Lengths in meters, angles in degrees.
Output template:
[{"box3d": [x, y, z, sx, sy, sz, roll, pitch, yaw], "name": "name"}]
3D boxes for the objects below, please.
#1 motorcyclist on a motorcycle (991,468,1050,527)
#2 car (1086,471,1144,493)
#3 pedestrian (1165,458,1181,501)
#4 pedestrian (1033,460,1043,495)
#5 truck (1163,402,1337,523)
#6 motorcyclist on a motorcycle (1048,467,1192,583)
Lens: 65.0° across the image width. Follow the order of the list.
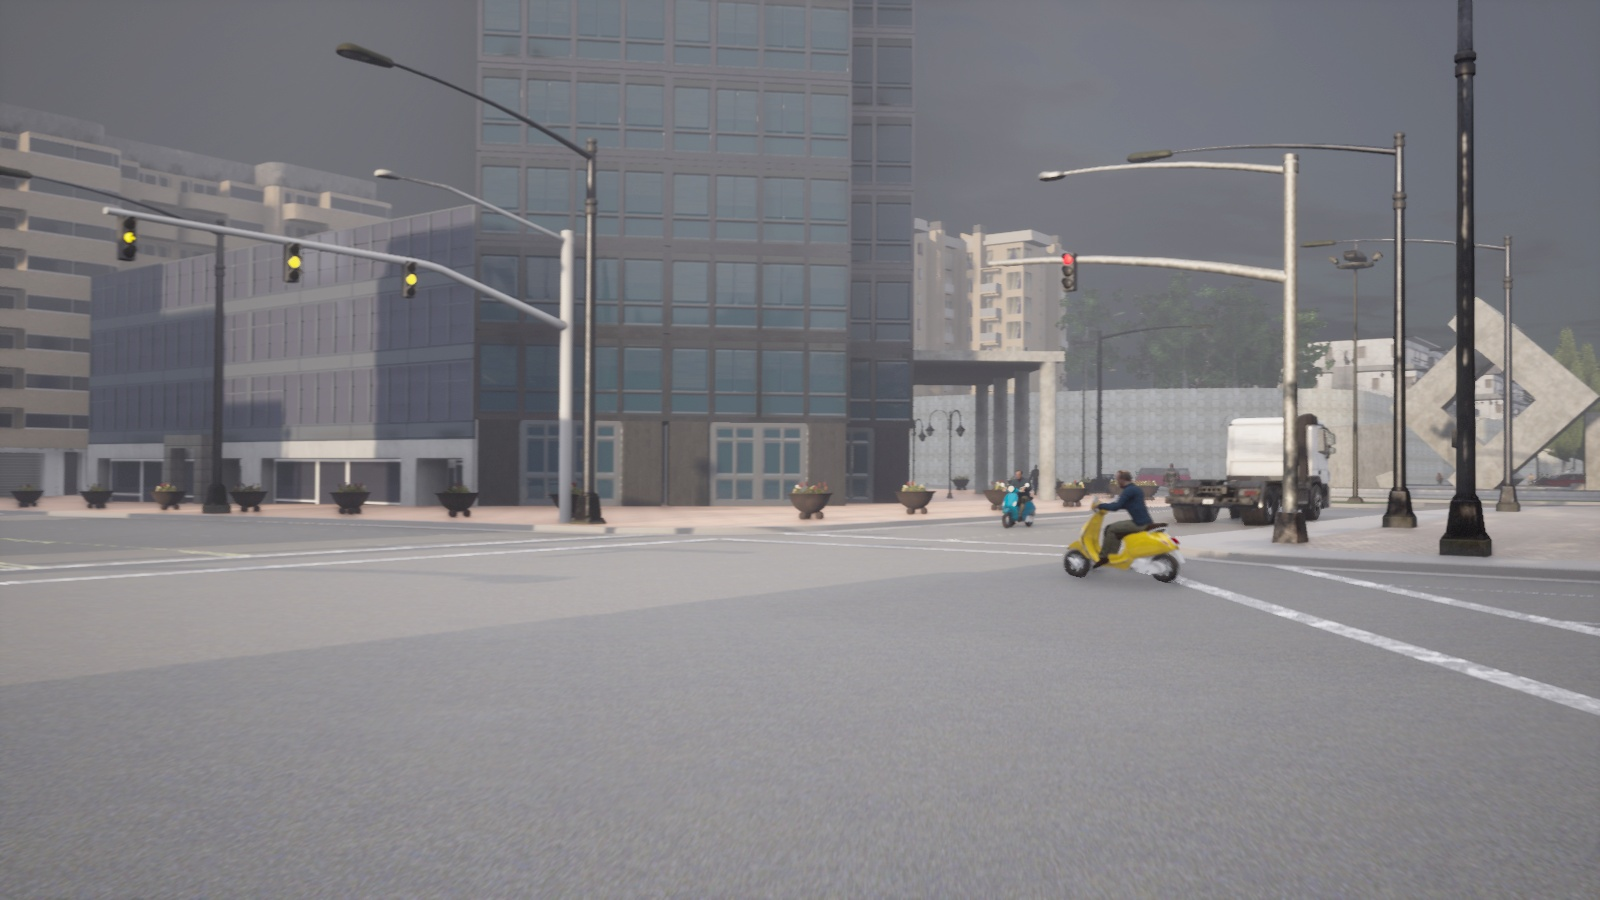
[{"box3d": [6.110, 1.296, 34.725, 0.866, 1.590, 1.817, -1, -1, 37], "name": "motorcyclist on a motorcycle"}, {"box3d": [20.935, 2.122, 83.563, 1.994, 1.385, 4.181, 0, -1, -14], "name": "car"}, {"box3d": [16.615, 1.303, 55.888, 0.563, 1.883, 0.849, 0, -1, 23], "name": "pedestrian"}, {"box3d": [13.475, 1.558, 71.088, 0.423, 1.949, 0.788, 0, -1, 0], "name": "pedestrian"}, {"box3d": [14.450, 0.427, 39.919, 2.891, 3.462, 7.936, -1, -1, 38], "name": "truck"}, {"box3d": [4.609, 1.048, 18.127, 1.817, 1.590, 0.866, -1, -1, 37], "name": "motorcyclist on a motorcycle"}]
